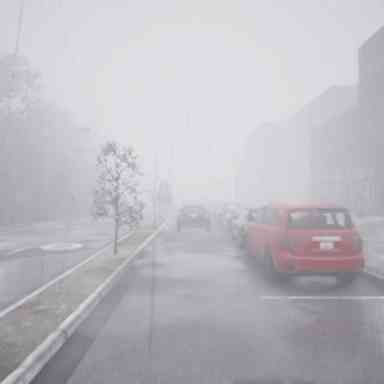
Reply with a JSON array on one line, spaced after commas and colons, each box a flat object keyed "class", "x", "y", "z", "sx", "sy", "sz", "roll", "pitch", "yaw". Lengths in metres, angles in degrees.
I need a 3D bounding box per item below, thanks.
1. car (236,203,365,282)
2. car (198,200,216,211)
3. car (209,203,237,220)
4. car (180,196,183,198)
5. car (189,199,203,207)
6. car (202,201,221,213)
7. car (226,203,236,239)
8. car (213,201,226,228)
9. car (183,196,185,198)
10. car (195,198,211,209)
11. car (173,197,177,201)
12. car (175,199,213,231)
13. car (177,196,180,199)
[{"class": "car", "x": 3.048, "y": 1.337, "z": 10.208, "sx": 2.435, "sy": 2.045, "sz": 5.566, "roll": 0, "pitch": -1, "yaw": 0}, {"class": "car", "x": 2.208, "y": 1.990, "z": 49.211, "sx": 2.163, "sy": 1.488, "sz": 4.792, "roll": 0, "pitch": -1, "yaw": -3}, {"class": "car", "x": 2.927, "y": 1.838, "z": 32.411, "sx": 2.163, "sy": 1.488, "sz": 4.792, "roll": 0, "pitch": -1, "yaw": -1}, {"class": "car", "x": -1.208, "y": 2.214, "z": 82.559, "sx": 1.946, "sy": 1.575, "sz": 5.366, "roll": 0, "pitch": 0, "yaw": -8}, {"class": "car", "x": 0.827, "y": 2.098, "z": 65.799, "sx": 2.231, "sy": 1.521, "sz": 4.892, "roll": 0, "pitch": 0, "yaw": -5}, {"class": "car", "x": 2.507, "y": 1.952, "z": 43.616, "sx": 2.002, "sy": 1.452, "sz": 4.674, "roll": 0, "pitch": -1, "yaw": -3}, {"class": "car", "x": 3.047, "y": 1.518, "z": 15.693, "sx": 2.185, "sy": 1.767, "sz": 4.553, "roll": 0, "pitch": -1, "yaw": 0}, {"class": "car", "x": 3.046, "y": 1.628, "z": 26.791, "sx": 2.185, "sy": 1.767, "sz": 4.553, "roll": 1, "pitch": -1, "yaw": 0}, {"class": "car", "x": -0.433, "y": 2.179, "z": 76.858, "sx": 2.097, "sy": 1.535, "sz": 5.008, "roll": 0, "pitch": 0, "yaw": -7}, {"class": "car", "x": 1.821, "y": 1.882, "z": 54.699, "sx": 2.185, "sy": 1.767, "sz": 4.553, "roll": 0, "pitch": -1, "yaw": -4}, {"class": "car", "x": -2.984, "y": 2.021, "z": 93.390, "sx": 2.435, "sy": 2.045, "sz": 5.566, "roll": 0, "pitch": 0, "yaw": -10}, {"class": "car", "x": 0.079, "y": 1.581, "z": 22.621, "sx": 2.097, "sy": 1.767, "sz": 4.553, "roll": 0, "pitch": -1, "yaw": 0}, {"class": "car", "x": -2.057, "y": 2.245, "z": 88.059, "sx": 1.946, "sy": 1.575, "sz": 5.366, "roll": 0, "pitch": 0, "yaw": -9}]
